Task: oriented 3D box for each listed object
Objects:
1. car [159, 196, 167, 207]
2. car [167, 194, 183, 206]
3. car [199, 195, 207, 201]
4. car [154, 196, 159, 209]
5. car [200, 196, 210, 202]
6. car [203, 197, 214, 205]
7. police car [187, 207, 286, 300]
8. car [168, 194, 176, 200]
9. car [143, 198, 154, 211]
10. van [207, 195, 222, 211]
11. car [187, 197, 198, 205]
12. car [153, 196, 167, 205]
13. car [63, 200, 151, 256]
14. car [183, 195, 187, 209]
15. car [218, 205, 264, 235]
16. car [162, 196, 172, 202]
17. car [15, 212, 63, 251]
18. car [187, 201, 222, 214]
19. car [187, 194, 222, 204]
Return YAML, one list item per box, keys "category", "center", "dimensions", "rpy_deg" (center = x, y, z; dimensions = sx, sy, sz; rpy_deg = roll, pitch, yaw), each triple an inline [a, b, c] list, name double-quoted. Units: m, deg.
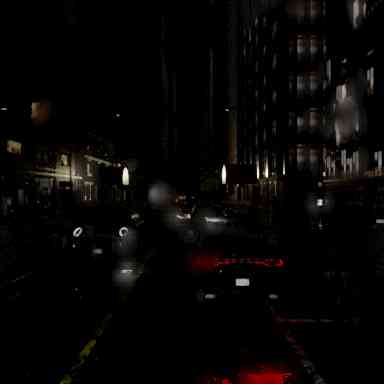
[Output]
- category: "car"
  center: [-5.591, 1.574, 52.603]
  dimensions: [1.947, 1.339, 4.313]
  rpy_deg: [0, 0, 0]
- category: "car"
  center: [-2.982, 1.556, 55.065]
  dimensions: [2.033, 1.411, 5.357]
  rpy_deg: [0, 0, 0]
- category: "car"
  center: [2.854, 1.554, 85.905]
  dimensions: [1.752, 1.417, 4.829]
  rpy_deg: [0, 0, 0]
- category: "car"
  center: [-5.613, 1.547, 41.555]
  dimensions: [1.887, 1.381, 4.507]
  rpy_deg: [0, 0, 0]
- category: "car"
  center: [2.832, 1.572, 74.687]
  dimensions: [2.008, 1.369, 4.403]
  rpy_deg: [0, 0, 0]
- category: "car"
  center: [2.800, 1.536, 58.284]
  dimensions: [1.752, 1.417, 4.829]
  rpy_deg: [0, 0, 0]
- category: "police car"
  center: [0.916, 1.424, 8.576]
  dimensions: [1.930, 1.638, 5.238]
  rpy_deg: [0, 0, 0]
- category: "car"
  center: [-5.516, 1.473, 91.272]
  dimensions: [1.967, 1.590, 4.097]
  rpy_deg: [0, 0, 0]
- category: "car"
  center: [-5.624, 1.551, 36.031]
  dimensions: [2.008, 1.369, 4.403]
  rpy_deg: [0, 0, 0]
- category: "van"
  center: [2.765, 1.343, 41.542]
  dimensions: [1.690, 1.788, 3.998]
  rpy_deg: [0, 0, 0]
- category: "car"
  center: [0.115, 1.575, 58.913]
  dimensions: [1.994, 1.385, 4.181]
  rpy_deg: [0, 0, 0]
- category: "car"
  center: [-5.581, 1.451, 58.127]
  dimensions: [1.967, 1.590, 4.097]
  rpy_deg: [0, 0, 0]
- category: "car"
  center: [-3.076, 1.350, 13.109]
  dimensions: [2.097, 1.767, 4.553]
  rpy_deg: [0, 0, 0]
- category: "car"
  center: [0.106, 1.509, 45.725]
  dimensions: [1.837, 1.490, 4.892]
  rpy_deg: [0, 0, 0]
- category: "car"
  center: [2.724, 1.548, 19.445]
  dimensions: [2.008, 1.369, 4.403]
  rpy_deg: [0, 0, 0]
- category: "car"
  center: [-5.548, 1.603, 74.700]
  dimensions: [1.802, 1.307, 4.206]
  rpy_deg: [0, 0, 0]
- category: "car"
  center: [-5.667, 1.549, 13.935]
  dimensions: [2.008, 1.369, 4.403]
  rpy_deg: [0, 0, 0]
- category: "car"
  center: [0.813, 1.502, 18.467]
  dimensions: [1.837, 1.490, 4.892]
  rpy_deg: [0, 0, 0]
- category: "car"
  center: [0.948, 1.222, 24.496]
  dimensions: [2.150, 2.045, 5.566]
  rpy_deg: [0, 0, 0]
